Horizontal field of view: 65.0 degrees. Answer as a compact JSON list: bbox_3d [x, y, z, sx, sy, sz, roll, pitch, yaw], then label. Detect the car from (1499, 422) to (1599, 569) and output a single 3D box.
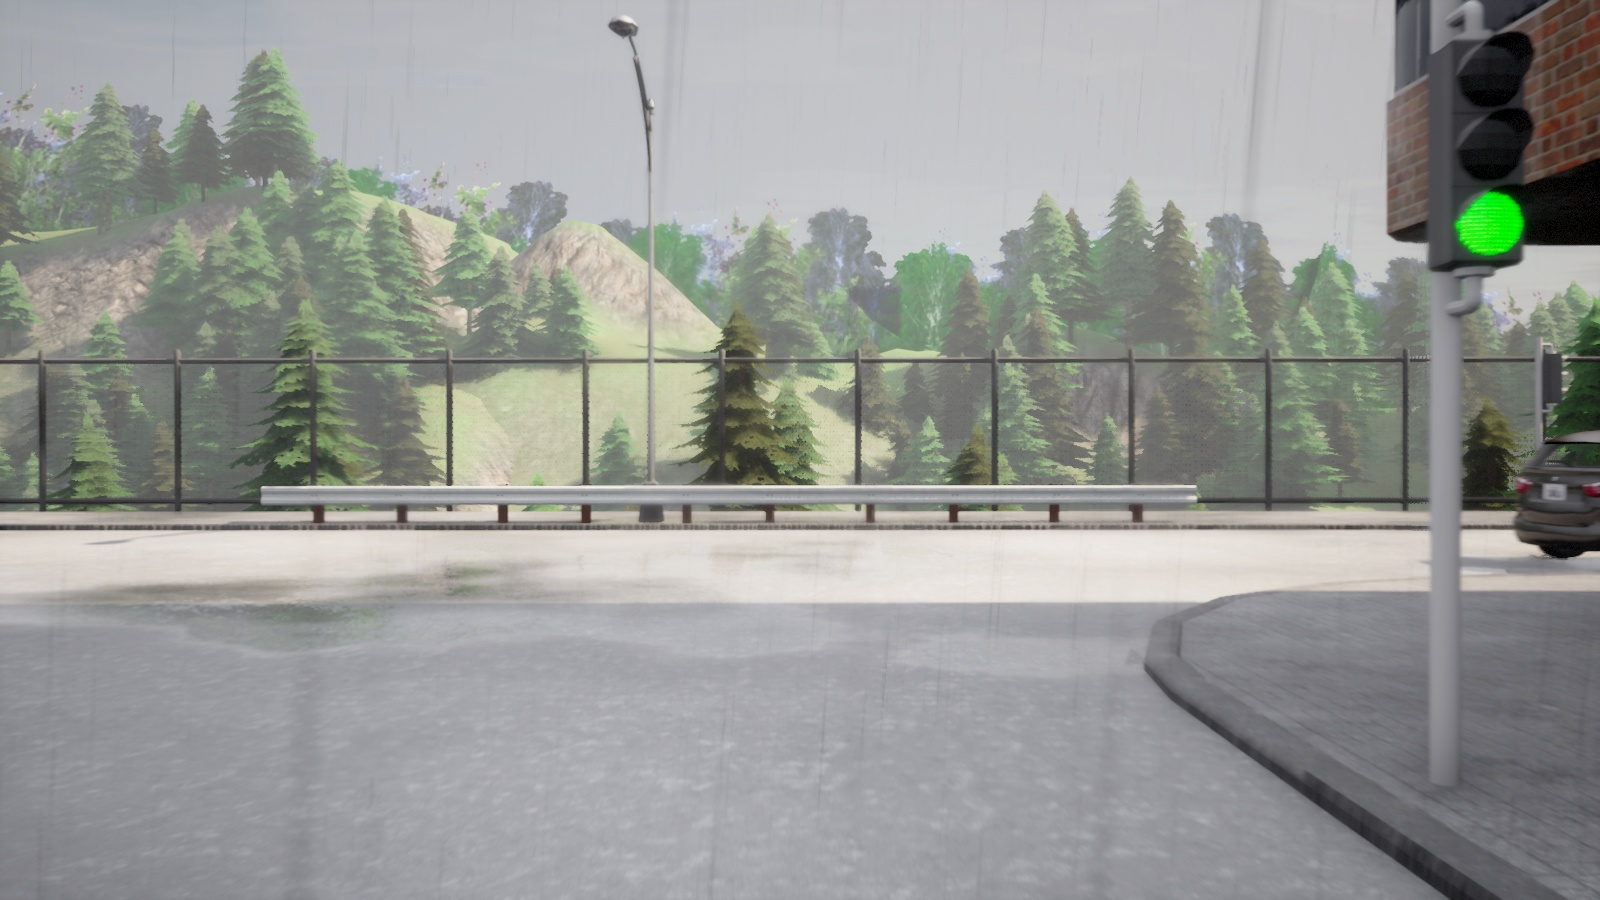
[{"bbox_3d":[11.365,0.514,15.184,4.611,1.667,2.242,0,0,-3],"label":"car"}]
